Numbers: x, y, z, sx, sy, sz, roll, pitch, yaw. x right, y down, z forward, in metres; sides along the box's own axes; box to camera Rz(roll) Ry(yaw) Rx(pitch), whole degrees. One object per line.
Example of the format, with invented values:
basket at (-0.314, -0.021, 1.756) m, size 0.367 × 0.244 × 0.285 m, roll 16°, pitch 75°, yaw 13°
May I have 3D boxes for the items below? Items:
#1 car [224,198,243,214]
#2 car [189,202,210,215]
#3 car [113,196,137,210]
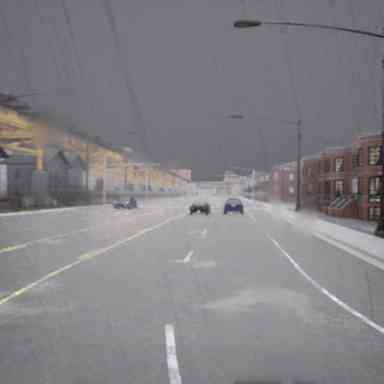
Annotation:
car at (4.608, 1.483, 37.182) m, size 2.097 × 1.767 × 4.553 m, roll 1°, pitch 0°, yaw 7°
car at (0.913, 1.694, 35.662) m, size 1.895 × 1.301 × 4.718 m, roll 1°, pitch 0°, yaw 6°
car at (-8.804, 1.368, 44.078) m, size 2.097 × 1.767 × 4.553 m, roll 1°, pitch 0°, yaw 7°
